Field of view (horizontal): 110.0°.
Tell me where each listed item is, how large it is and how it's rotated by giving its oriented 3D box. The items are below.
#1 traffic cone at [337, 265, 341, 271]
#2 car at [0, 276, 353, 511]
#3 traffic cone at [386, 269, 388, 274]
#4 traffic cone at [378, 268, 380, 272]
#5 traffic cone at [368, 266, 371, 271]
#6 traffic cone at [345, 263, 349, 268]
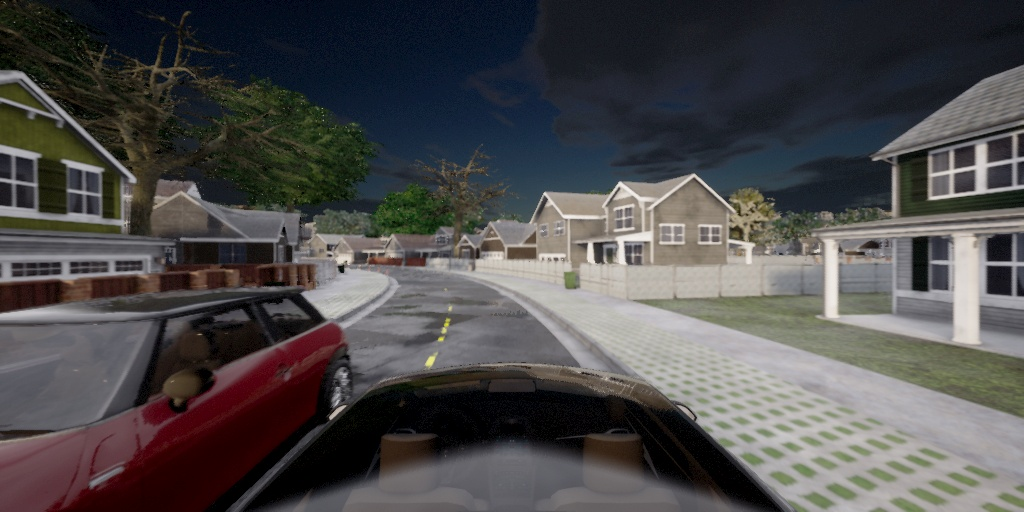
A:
[{"bbox_3d":[-28.018,1.647,57.478,0.340,0.580,0.340,0,0,44],"label":"traffic cone"},{"bbox_3d":[-3.034,1.119,2.679,2.097,1.767,4.553,0,0,-2],"label":"car"},{"bbox_3d":[-13.338,1.644,38.318,0.340,0.580,0.340,0,0,-29],"label":"traffic cone"},{"bbox_3d":[-15.788,1.640,42.500,0.340,0.580,0.340,0,0,-32],"label":"traffic cone"},{"bbox_3d":[-18.492,1.637,46.521,0.340,0.580,0.340,0,0,-36],"label":"traffic cone"},{"bbox_3d":[-24.619,1.641,54.025,0.340,0.580,0.340,0,0,-43],"label":"traffic cone"}]
